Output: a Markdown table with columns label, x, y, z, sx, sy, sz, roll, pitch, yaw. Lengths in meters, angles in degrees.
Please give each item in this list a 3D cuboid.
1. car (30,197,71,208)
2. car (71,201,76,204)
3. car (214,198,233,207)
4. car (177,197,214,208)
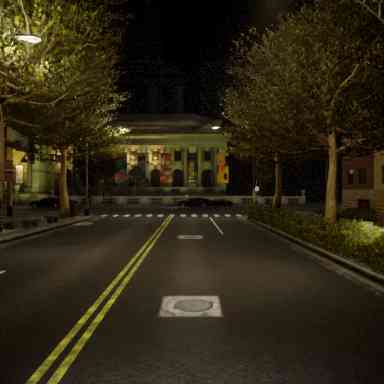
| label | x | y | z | sx | sy | sz | roll | pitch | yaw |
| --- | --- | --- | --- | --- | --- | --- | --- | --- | --- |
| car | -20.137 | 1.500 | 46.588 | 4.892 | 1.490 | 1.837 | -1 | 0 | 0 |
| car | -20.078 | 1.600 | 50.085 | 4.718 | 1.301 | 1.895 | 0 | 0 | 0 |
| car | 3.675 | 1.601 | 50.095 | 4.718 | 1.301 | 1.895 | 0 | 0 | 0 |
| car | 0.286 | 1.505 | 46.598 | 4.892 | 1.490 | 1.837 | 0 | 0 | 0 |
